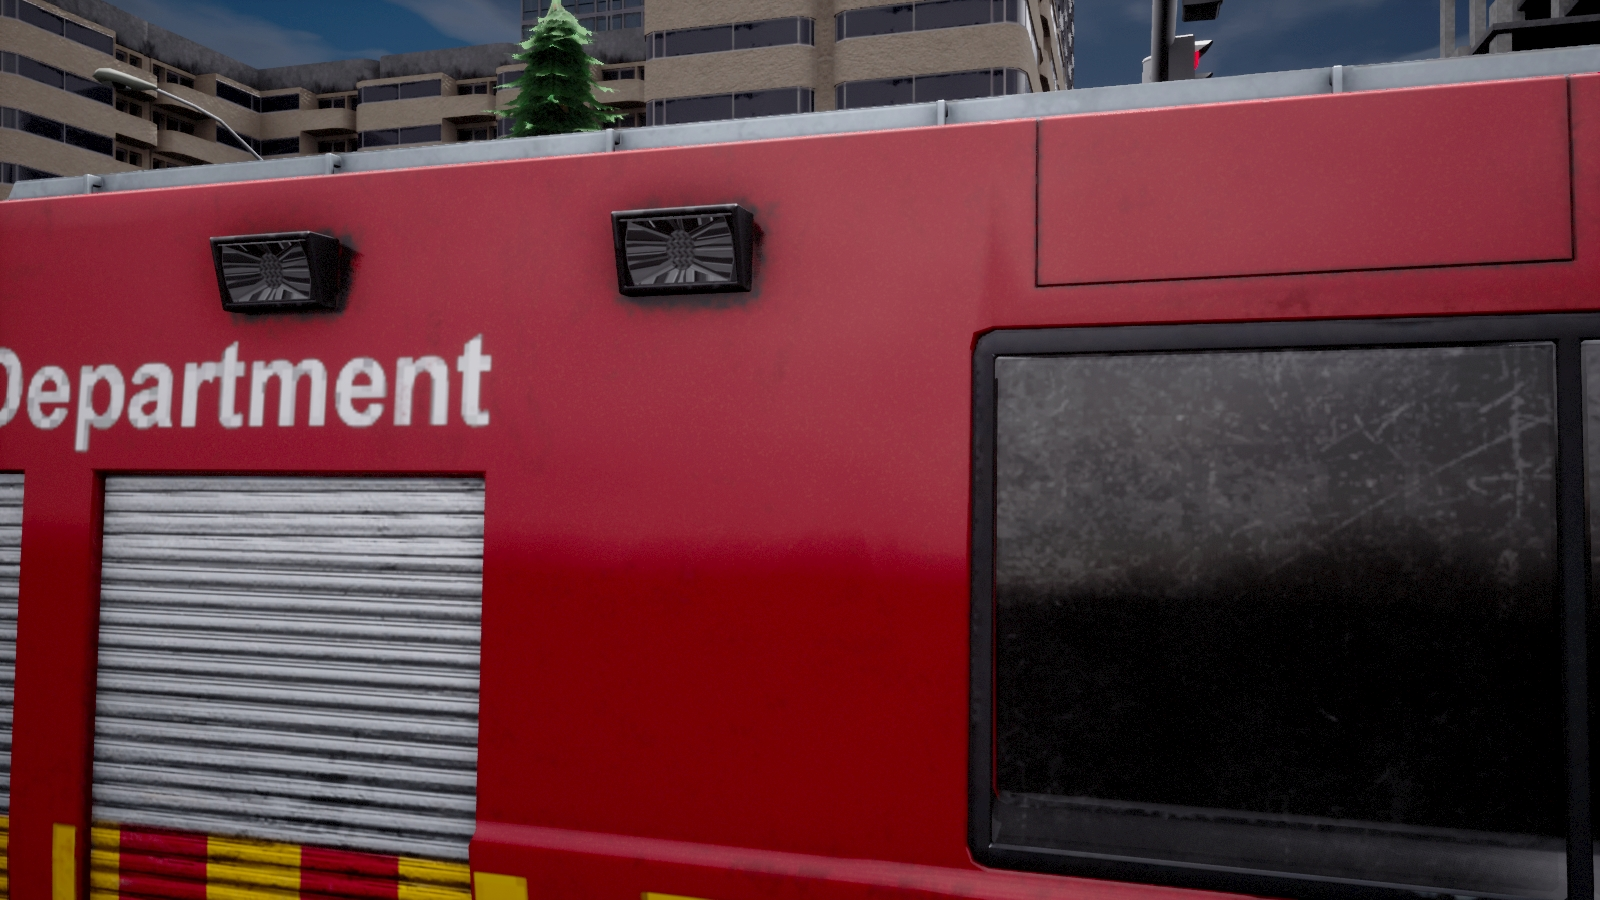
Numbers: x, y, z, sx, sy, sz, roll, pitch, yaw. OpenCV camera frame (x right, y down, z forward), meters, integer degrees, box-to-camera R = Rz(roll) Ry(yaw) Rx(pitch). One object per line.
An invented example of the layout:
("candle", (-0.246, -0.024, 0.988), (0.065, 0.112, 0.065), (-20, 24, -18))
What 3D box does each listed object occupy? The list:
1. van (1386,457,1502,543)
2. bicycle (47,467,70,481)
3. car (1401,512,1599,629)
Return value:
("van", (20.996, 1.535, 37.512), (1.988, 2.561, 5.915), (0, 0, 16))
("bicycle", (-65.142, 2.102, 100.377), (1.487, 1.276, 0.859), (0, 0, 15))
("car", (12.484, 2.037, 20.491), (2.038, 1.542, 4.974), (0, 0, 16))
